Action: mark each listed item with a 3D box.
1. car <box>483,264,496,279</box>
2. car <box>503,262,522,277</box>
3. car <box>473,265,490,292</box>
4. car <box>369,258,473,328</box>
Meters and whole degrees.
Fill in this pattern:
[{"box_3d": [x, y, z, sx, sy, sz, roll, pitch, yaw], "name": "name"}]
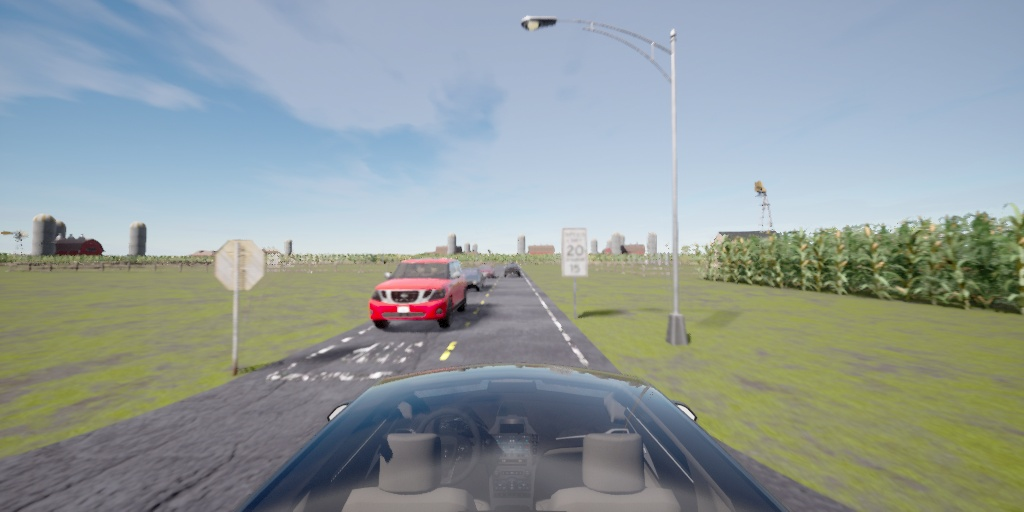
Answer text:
[{"box_3d": [-2.778, 1.610, 37.955, 1.812, 1.442, 4.674, 0, 0, 0], "name": "car"}, {"box_3d": [0.046, 1.592, 40.549, 1.837, 1.490, 4.892, 0, 0, 0], "name": "car"}, {"box_3d": [-2.822, 1.509, 23.762, 2.033, 1.411, 5.357, 0, -1, 0], "name": "car"}, {"box_3d": [-2.840, 1.078, 12.177, 2.150, 2.045, 5.566, 0, -1, 0], "name": "car"}]
